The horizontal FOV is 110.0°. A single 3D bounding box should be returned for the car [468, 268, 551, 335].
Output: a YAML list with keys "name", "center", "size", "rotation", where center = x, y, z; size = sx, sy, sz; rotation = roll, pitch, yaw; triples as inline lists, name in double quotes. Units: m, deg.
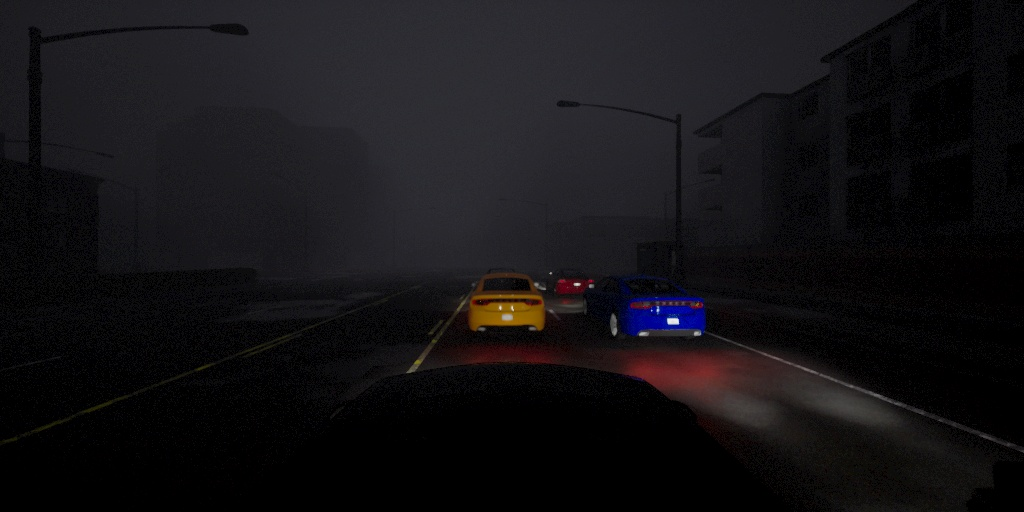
- name: "car"
  center: [-0.183, 1.227, 10.581]
  size: [1.882, 1.535, 5.008]
  rotation: [0, 0, -2]

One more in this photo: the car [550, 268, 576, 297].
- name: "car"
  center: [2.977, 1.312, 18.916]
  size: [1.994, 1.385, 4.181]
  rotation: [0, 0, -3]

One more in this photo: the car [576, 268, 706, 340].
- name: "car"
  center: [3.327, 1.227, 10.031]
  size: [1.882, 1.535, 5.008]
  rotation: [0, 0, -2]
